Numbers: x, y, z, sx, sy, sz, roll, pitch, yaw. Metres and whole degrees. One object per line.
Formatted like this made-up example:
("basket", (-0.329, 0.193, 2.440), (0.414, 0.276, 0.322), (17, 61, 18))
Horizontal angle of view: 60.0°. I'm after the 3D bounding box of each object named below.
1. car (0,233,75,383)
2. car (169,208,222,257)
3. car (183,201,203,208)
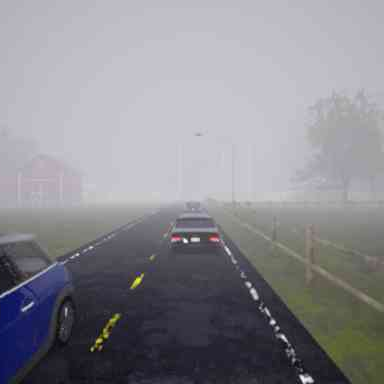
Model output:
("car", (-2.845, 1.353, 3.217), (2.097, 1.767, 4.553), (0, 0, 0))
("car", (0.105, 1.558, 13.015), (2.033, 1.411, 5.357), (0, 0, 0))
("car", (0.110, 1.582, 32.250), (2.033, 1.411, 5.357), (0, 0, 0))
